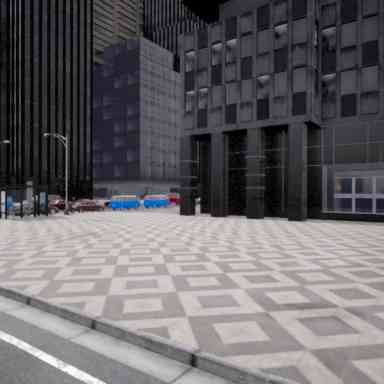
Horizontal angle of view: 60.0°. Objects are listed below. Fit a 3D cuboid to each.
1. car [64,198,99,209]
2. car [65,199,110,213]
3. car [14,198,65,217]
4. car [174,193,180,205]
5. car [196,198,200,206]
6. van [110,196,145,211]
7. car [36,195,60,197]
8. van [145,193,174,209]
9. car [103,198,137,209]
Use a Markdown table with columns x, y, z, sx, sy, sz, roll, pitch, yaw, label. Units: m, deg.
| x | y | z | sx | sy | sz | roll | pitch | yaw | label |
| --- | --- | --- | --- | --- | --- | --- | --- | --- | --- |
| -14.952 | 1.546 | 45.130 | 1.802 | 1.307 | 4.206 | 0 | 0 | 35 | car |
| -11.300 | 1.574 | 35.561 | 1.802 | 1.307 | 4.206 | 0 | 0 | 35 | car |
| -14.594 | 1.547 | 30.937 | 2.008 | 1.369 | 4.403 | 0 | 0 | 35 | car |
| -4.103 | 1.190 | 55.684 | 2.150 | 2.045 | 5.566 | 0 | 0 | 36 | car |
| 1.874 | 1.567 | 54.059 | 1.802 | 1.307 | 4.206 | 0 | 0 | 35 | car |
| -8.006 | 1.330 | 40.186 | 1.690 | 1.788 | 3.998 | 0 | 0 | 35 | van |
| -18.245 | 1.283 | 40.505 | 2.192 | 1.841 | 5.009 | 0 | 0 | 35 | car |
| -4.713 | 1.328 | 44.810 | 1.690 | 1.788 | 3.998 | 0 | 0 | 35 | van |
| -10.174 | 1.571 | 47.239 | 1.895 | 1.301 | 4.718 | 0 | 0 | 36 | car |
